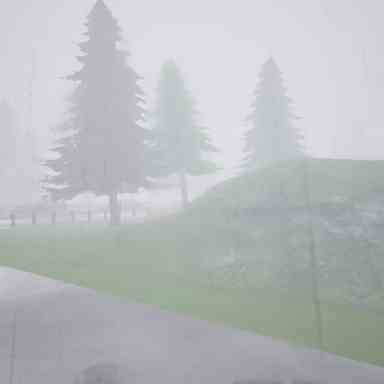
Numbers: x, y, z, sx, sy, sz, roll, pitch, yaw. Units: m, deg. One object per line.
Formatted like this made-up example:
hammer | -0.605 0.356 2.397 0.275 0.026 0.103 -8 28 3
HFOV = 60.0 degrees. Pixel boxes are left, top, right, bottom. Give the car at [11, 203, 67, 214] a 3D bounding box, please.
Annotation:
car | -14.150 1.386 31.004 2.128 1.511 4.902 0 0 44

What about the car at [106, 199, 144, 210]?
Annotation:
car | -7.517 1.466 37.335 4.181 1.385 1.994 0 0 -40

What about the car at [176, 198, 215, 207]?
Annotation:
car | 0.541 1.462 43.613 5.357 1.411 2.033 0 0 -35
